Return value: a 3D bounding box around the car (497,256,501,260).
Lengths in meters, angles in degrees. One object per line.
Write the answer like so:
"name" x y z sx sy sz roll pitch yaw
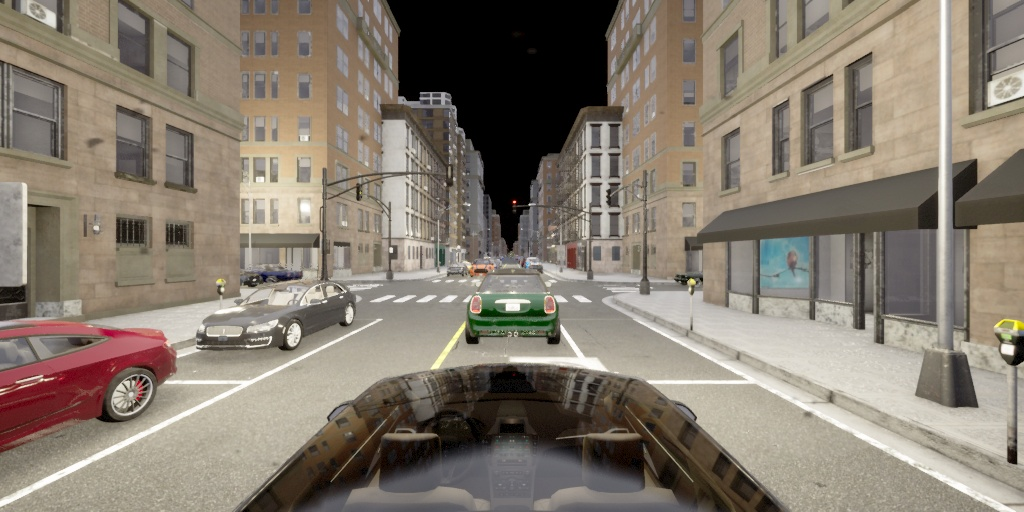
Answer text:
"car" -2.842 1.096 44.599 2.097 1.767 4.553 0 0 -1

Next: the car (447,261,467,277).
"car" -5.394 1.296 35.736 2.007 1.370 4.403 0 0 0

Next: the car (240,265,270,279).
"car" -17.145 1.223 21.094 4.181 1.385 1.994 0 0 0

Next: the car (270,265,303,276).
"car" -16.875 1.262 24.047 4.718 1.301 1.895 0 0 0

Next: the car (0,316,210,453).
"car" -5.389 1.332 3.179 1.802 1.307 4.207 0 0 0

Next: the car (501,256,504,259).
"car" -2.810 1.267 65.034 1.812 1.442 4.674 0 0 1

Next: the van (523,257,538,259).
"van" 2.636 1.085 46.550 1.690 1.789 3.998 0 0 0

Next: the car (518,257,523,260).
"car" 2.639 1.056 62.769 2.192 1.841 5.009 0 0 0

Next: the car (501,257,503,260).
"car" -2.829 1.248 54.758 1.837 1.490 4.892 0 0 0

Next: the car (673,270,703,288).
"car" 13.495 1.431 24.097 4.718 1.301 1.895 0 0 0

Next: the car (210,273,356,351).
"car" -5.389 1.300 8.860 2.007 1.370 4.403 0 0 0

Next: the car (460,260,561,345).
"car" 0.040 1.102 9.703 2.097 1.767 4.553 0 0 1

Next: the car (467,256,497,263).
"car" -2.824 1.098 34.676 2.097 1.767 4.553 0 0 0
